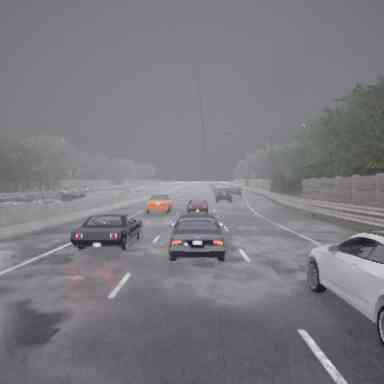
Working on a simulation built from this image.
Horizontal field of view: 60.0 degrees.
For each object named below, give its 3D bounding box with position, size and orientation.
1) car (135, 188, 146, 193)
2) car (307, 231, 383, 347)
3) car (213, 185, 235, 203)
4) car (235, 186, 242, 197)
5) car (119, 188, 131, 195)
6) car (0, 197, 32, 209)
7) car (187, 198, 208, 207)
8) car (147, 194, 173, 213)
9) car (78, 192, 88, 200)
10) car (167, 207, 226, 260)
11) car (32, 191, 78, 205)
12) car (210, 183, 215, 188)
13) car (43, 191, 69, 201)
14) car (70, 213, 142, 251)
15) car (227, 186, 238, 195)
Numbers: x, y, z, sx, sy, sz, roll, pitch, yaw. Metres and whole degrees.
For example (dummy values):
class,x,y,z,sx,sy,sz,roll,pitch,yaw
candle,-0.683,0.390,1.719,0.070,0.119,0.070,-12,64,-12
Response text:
class,x,y,z,sx,sy,sz,roll,pitch,yaw
car,-11.753,-0.133,75.919,1.994,1.385,4.181,0,2,3
car,3.514,1.380,5.666,1.812,1.442,4.674,0,0,0
car,4.556,0.420,48.370,2.150,2.045,5.566,0,2,2
car,8.692,-0.118,65.774,2.150,2.045,5.566,0,2,4
car,-15.250,-0.160,76.072,2.128,1.511,4.902,0,2,3
car,-17.090,1.209,32.997,1.895,1.301,4.718,0,1,2
car,0.550,1.250,30.827,1.895,1.301,4.718,0,1,2
car,-2.934,0.992,31.303,2.097,1.767,4.553,0,1,2
car,-19.596,0.585,56.901,1.895,1.301,4.718,0,2,3
car,0.183,1.497,12.146,2.033,1.411,5.357,0,1,1
car,-13.573,0.951,33.319,2.097,1.767,4.553,0,1,2
car,6.493,-0.875,92.503,1.882,1.535,5.008,0,2,3
car,-22.544,0.583,55.321,2.033,1.411,5.357,0,2,0
car,-3.293,1.534,13.846,1.895,1.301,4.718,0,1,1
car,9.258,-0.393,75.717,2.097,1.767,4.553,0,2,3
